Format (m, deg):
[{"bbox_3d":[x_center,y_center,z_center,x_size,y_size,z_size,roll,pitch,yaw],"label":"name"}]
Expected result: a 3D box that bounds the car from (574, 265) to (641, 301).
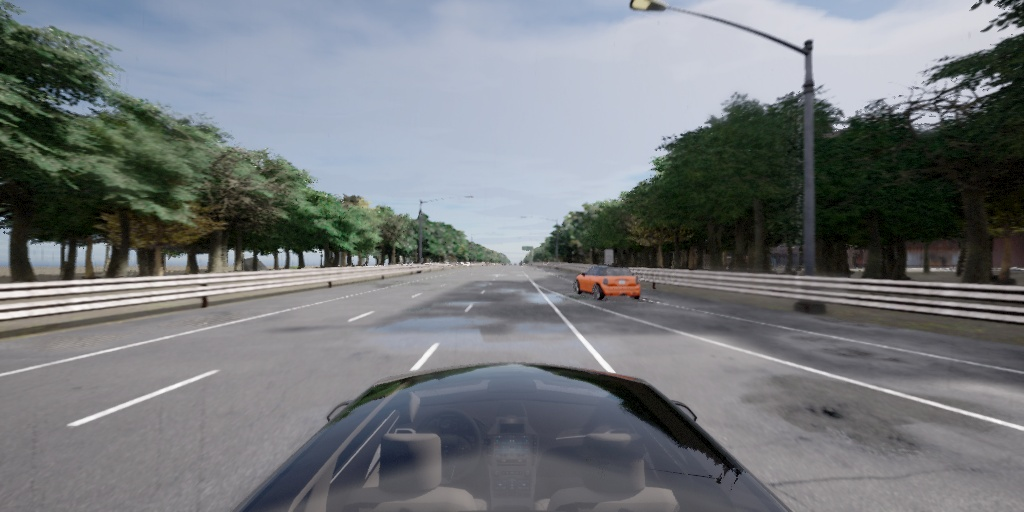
[{"bbox_3d":[4.860,1.273,18.872,2.097,1.767,4.553,0,-1,-8],"label":"car"}]
